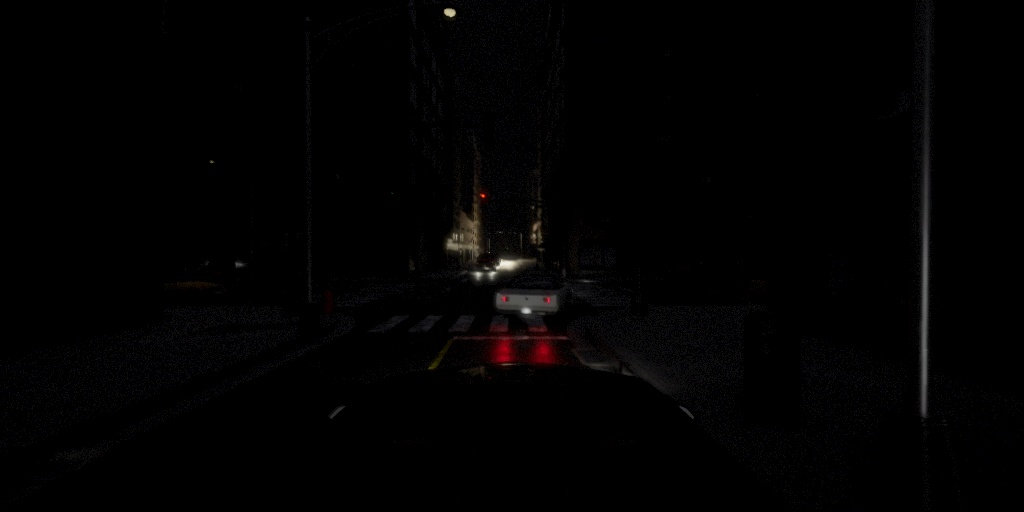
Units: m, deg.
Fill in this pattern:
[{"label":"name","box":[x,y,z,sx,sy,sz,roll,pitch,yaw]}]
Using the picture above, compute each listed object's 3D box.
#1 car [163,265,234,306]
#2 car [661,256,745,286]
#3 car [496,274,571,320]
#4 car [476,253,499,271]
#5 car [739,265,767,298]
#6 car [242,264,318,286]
[{"label":"car","box":[-14.442,1.222,14.718,4.829,1.417,1.751,0,0,0]},{"label":"car","box":[12.253,0.899,22.831,5.009,1.841,2.192,0,0,0]},{"label":"car","box":[0.960,1.284,12.499,1.895,1.301,4.718,0,0,14]},{"label":"car","box":[-3.036,0.699,42.825,2.150,2.045,5.566,0,0,0]},{"label":"car","box":[12.441,1.198,14.807,4.829,1.417,1.751,0,0,0]},{"label":"car","box":[-14.630,1.174,22.742,4.313,1.339,1.948,0,0,0]}]
